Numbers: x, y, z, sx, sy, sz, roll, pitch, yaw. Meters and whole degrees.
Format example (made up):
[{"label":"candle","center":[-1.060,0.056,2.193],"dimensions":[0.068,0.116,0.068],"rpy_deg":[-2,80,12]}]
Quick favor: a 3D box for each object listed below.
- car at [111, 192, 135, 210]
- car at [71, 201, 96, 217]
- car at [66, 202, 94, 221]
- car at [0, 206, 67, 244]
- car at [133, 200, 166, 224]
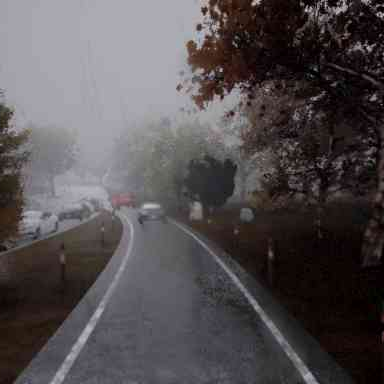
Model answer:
[{"label":"car","center":[-8.523,1.042,41.079],"dimensions":[2.150,2.045,5.566],"rpy_deg":[-1,1,-23]},{"label":"car","center":[-11.460,1.752,35.439],"dimensions":[2.002,1.452,4.674],"rpy_deg":[1,0,-12]},{"label":"car","center":[-10.259,1.695,29.413],"dimensions":[2.097,1.535,5.008],"rpy_deg":[-1,0,-7]},{"label":"car","center":[-9.048,1.759,18.948],"dimensions":[2.002,1.452,4.674],"rpy_deg":[0,0,-4]},{"label":"car","center":[-2.996,1.468,24.002],"dimensions":[1.812,1.442,4.674],"rpy_deg":[-1,0,-12]}]
